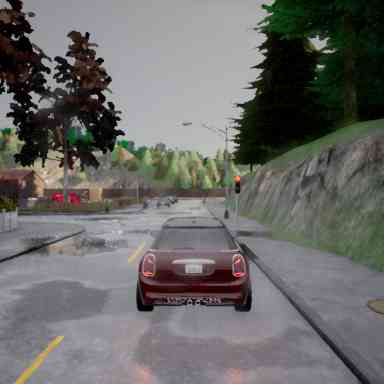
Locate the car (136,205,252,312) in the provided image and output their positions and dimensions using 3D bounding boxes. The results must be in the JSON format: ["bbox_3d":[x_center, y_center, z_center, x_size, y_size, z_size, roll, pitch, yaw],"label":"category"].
[{"bbox_3d":[0.055,1.352,7.891,2.097,1.767,4.553,0,0,1],"label":"car"}]

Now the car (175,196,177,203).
[{"bbox_3d":[-4.064,1.526,59.090,1.812,1.442,4.674,0,0,0],"label":"car"}]

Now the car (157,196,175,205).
[{"bbox_3d":[-4.087,1.491,49.060,2.128,1.511,4.902,0,0,0],"label":"car"}]
